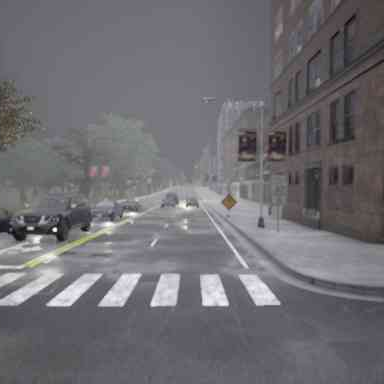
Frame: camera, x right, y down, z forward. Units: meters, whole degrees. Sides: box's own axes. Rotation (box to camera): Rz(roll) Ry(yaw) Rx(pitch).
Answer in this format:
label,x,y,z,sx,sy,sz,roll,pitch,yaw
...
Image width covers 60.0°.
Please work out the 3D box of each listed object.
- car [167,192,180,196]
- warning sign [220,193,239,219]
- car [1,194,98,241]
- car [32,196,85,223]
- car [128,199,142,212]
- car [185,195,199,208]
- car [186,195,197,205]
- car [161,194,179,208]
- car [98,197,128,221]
label,x,y,z,sx,sy,sz,roll,pitch,yaw
car,-3.312,1.051,55.884,2.150,2.045,5.566,0,0,0
warning sign,2.847,1.066,25.615,1.300,1.860,1.060,2,1,0
car,-6.615,1.129,16.391,2.150,2.045,5.566,0,0,0
car,-9.874,1.215,25.029,2.097,1.767,4.553,0,0,0
car,-6.615,1.429,36.012,1.994,1.385,4.181,0,0,1
car,0.049,1.437,45.617,2.033,1.411,5.357,0,0,0
car,-0.065,1.357,55.890,1.837,1.490,4.892,0,0,0
car,-3.202,1.416,45.197,2.033,1.411,5.357,0,0,0
car,-6.629,1.409,26.148,1.812,1.442,4.674,0,0,0
